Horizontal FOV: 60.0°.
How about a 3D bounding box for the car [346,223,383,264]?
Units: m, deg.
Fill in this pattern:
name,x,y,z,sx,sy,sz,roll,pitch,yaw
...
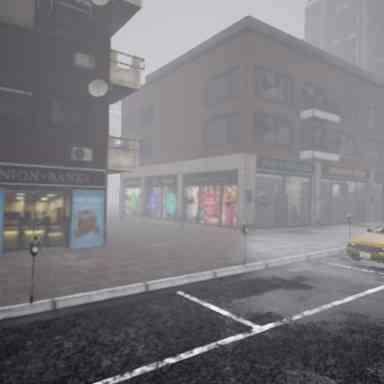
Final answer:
name,x,y,z,sx,sy,sz,roll,pitch,yaw
car,6.998,1.528,11.064,4.829,1.417,1.752,0,2,-35
